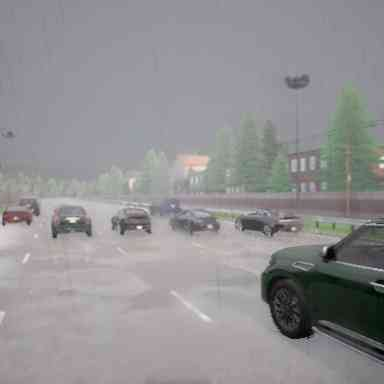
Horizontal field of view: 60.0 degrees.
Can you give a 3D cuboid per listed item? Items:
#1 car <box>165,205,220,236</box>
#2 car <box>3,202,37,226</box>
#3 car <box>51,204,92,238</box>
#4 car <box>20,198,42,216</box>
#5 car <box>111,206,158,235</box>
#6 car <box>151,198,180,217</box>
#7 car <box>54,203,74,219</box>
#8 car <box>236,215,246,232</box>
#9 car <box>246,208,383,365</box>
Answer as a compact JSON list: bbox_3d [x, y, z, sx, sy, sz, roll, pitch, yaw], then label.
[{"bbox_3d":[0.120,1.771,20.378,1.812,1.442,4.674,0,-1,-23],"label":"car"},{"bbox_3d":[-14.094,1.856,27.140,1.882,1.535,5.008,0,-1,-22],"label":"car"},{"bbox_3d":[-7.271,1.621,19.963,2.097,1.767,4.553,0,-1,-23],"label":"car"},{"bbox_3d":[-18.958,1.761,38.879,2.150,2.045,5.566,0,0,-22],"label":"car"},{"bbox_3d":[-3.884,1.771,20.932,1.837,1.490,4.892,0,-1,-23],"label":"car"},{"bbox_3d":[-3.006,1.680,37.101,2.150,2.045,5.566,0,-1,-22],"label":"car"},{"bbox_3d":[-13.626,1.999,35.275,1.812,1.442,4.674,0,-1,-22],"label":"car"},{"bbox_3d":[4.329,1.710,19.393,2.128,1.511,4.902,0,-1,-23],"label":"car"},{"bbox_3d":[3.122,1.259,4.023,2.150,2.045,5.566,0,-1,-23],"label":"car"}]
